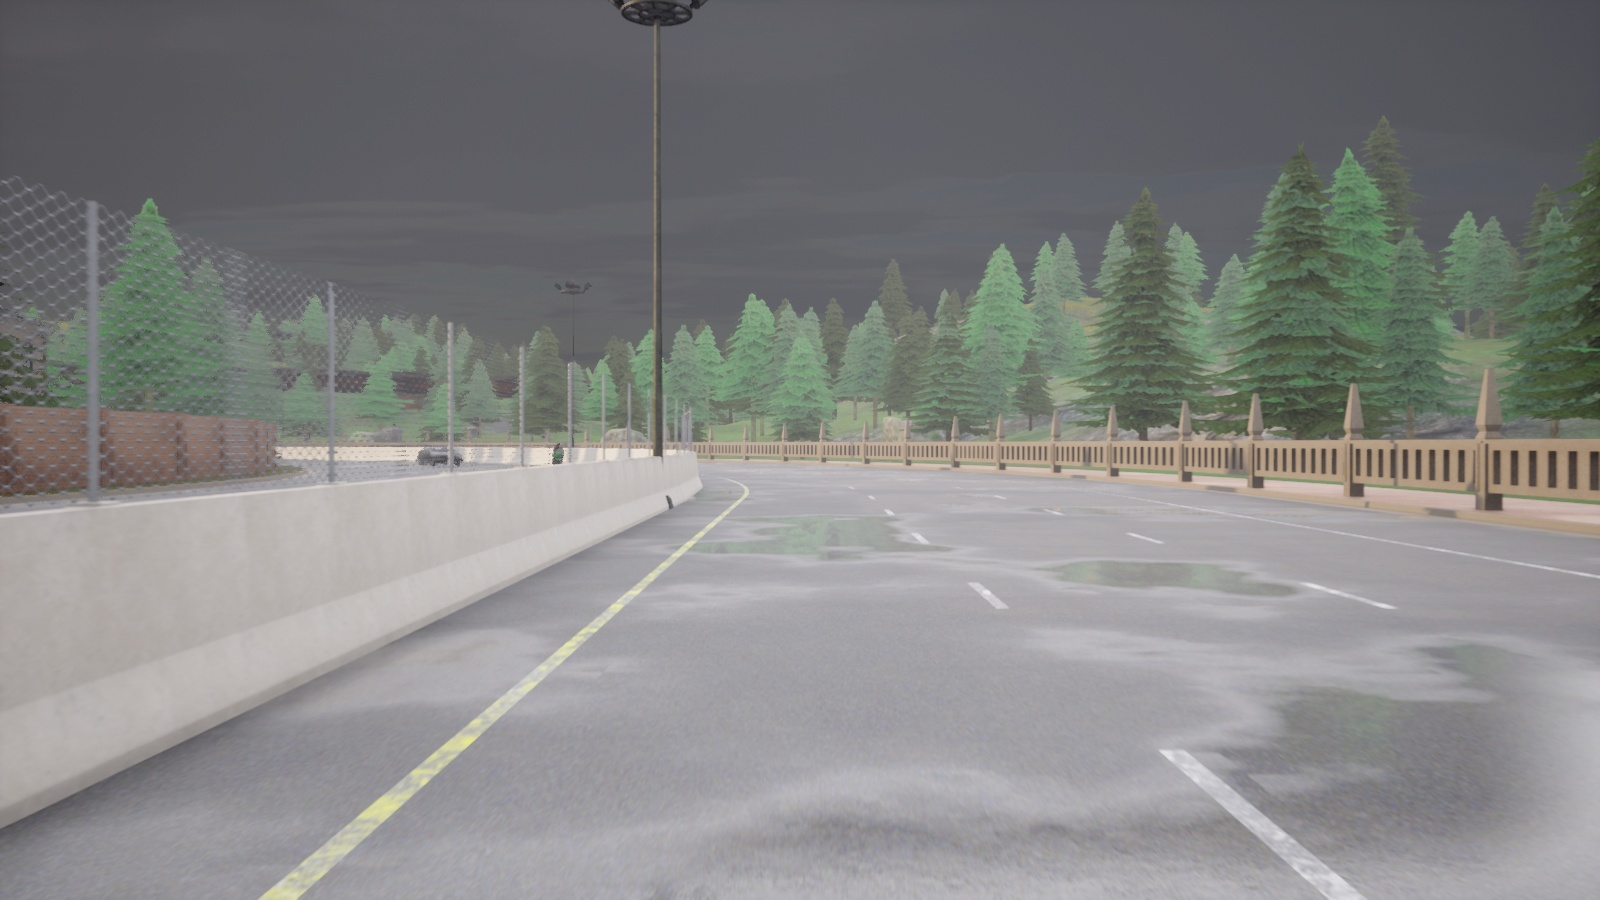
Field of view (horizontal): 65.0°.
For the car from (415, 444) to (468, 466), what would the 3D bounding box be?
[{"bbox_3d":[-23.366,0.315,81.678,2.033,1.411,5.357,0,0,-30],"label":"car"}]
